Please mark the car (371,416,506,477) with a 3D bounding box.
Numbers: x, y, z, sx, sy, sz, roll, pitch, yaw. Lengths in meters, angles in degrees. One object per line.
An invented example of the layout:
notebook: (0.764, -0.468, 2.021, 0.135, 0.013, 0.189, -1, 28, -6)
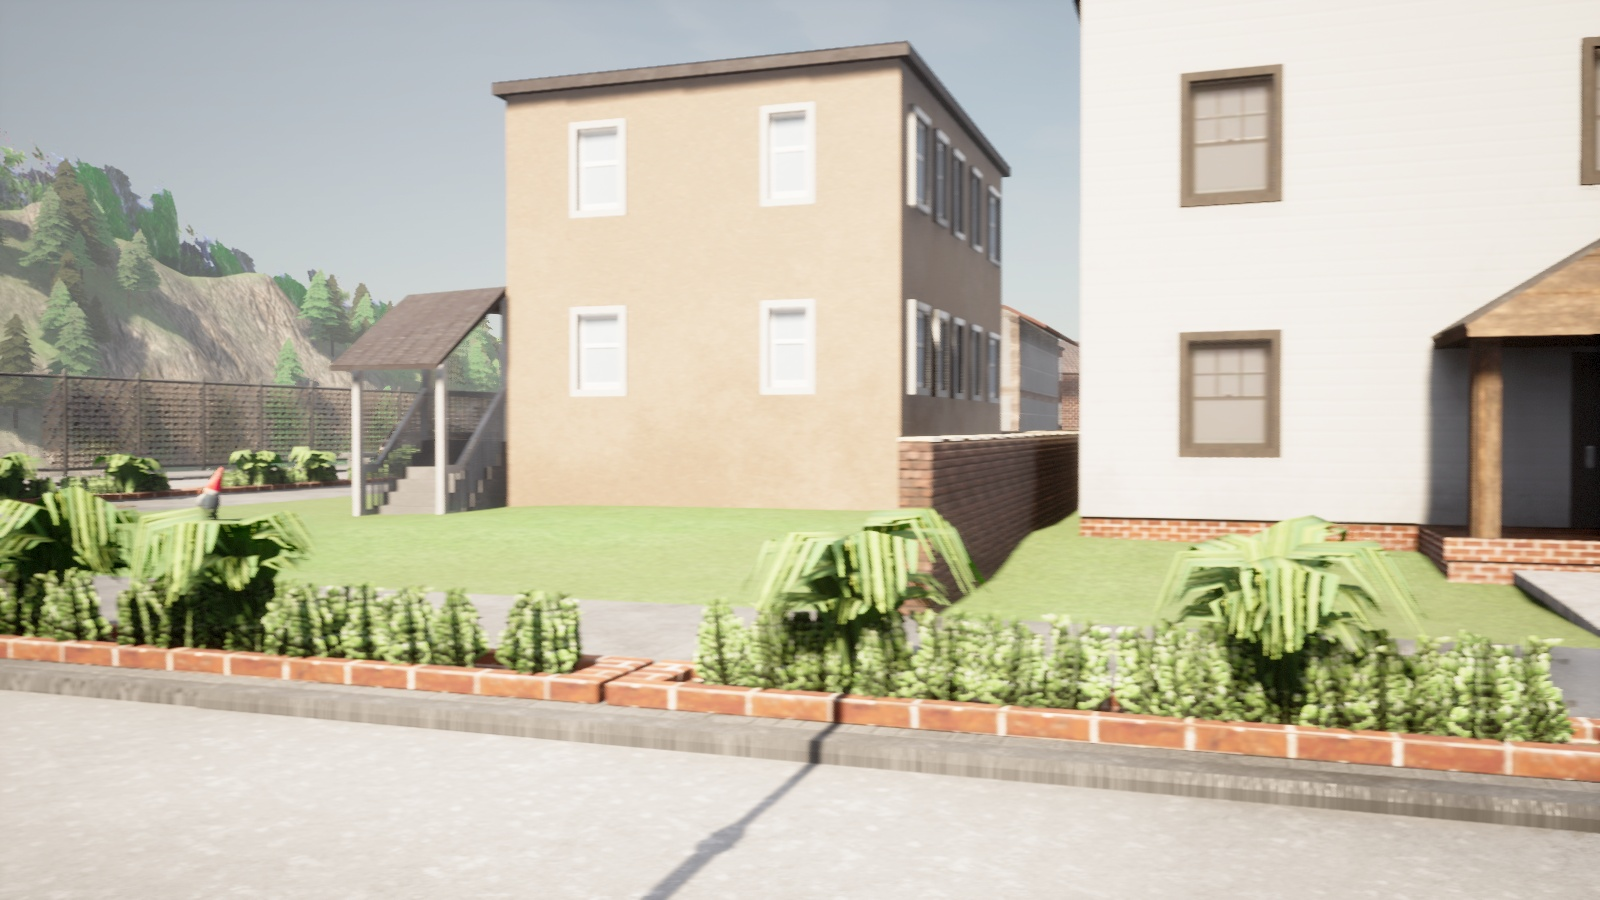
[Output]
car: (-11.685, -0.148, 40.909, 1.932, 1.855, 4.605, 1, 1, 19)
